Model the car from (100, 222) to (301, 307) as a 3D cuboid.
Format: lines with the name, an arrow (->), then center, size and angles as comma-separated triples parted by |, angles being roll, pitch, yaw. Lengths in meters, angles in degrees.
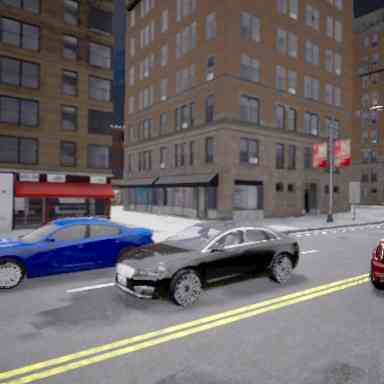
car -> 0.595, 1.515, 8.104 | 4.902, 1.511, 2.128 | 0, 0, -36

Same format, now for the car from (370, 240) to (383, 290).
car -> 6.291, 1.397, 7.945 | 4.553, 1.767, 2.097 | 0, 0, -35

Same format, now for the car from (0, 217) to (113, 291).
car -> -3.408, 1.488, 9.240 | 5.008, 1.535, 1.882 | 0, 0, -36
